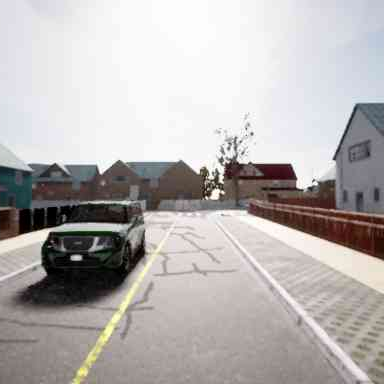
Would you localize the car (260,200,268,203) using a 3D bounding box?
[{"bbox_3d":[9.734,1.677,42.075,4.718,1.301,1.895,-1,-2,0],"label":"car"}]

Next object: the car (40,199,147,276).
[{"bbox_3d":[-2.842,1.285,10.955,2.150,2.045,5.566,0,0,0],"label":"car"}]

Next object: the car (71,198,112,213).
[{"bbox_3d":[-12.708,1.658,42.114,4.553,1.767,2.097,-1,-2,0],"label":"car"}]
